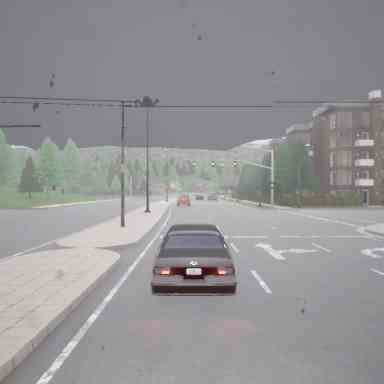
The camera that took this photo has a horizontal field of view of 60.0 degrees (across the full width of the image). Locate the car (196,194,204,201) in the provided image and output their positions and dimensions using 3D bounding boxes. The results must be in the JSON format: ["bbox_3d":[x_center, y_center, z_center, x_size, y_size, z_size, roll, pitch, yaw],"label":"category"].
[{"bbox_3d":[1.983,1.477,85.406,1.882,1.535,5.008,0,0,0],"label":"car"}]

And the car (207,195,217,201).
[{"bbox_3d":[5.483,1.539,85.414,2.033,1.411,5.357,0,0,0],"label":"car"}]

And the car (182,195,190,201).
[{"bbox_3d":[-1.517,1.523,85.368,1.812,1.442,4.674,0,0,0],"label":"car"}]

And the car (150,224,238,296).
[{"bbox_3d":[0.043,1.547,8.798,2.033,1.411,5.357,0,0,0],"label":"car"}]

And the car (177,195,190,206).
[{"bbox_3d":[-1.354,1.352,54.543,2.097,1.767,4.553,0,0,-1],"label":"car"}]
